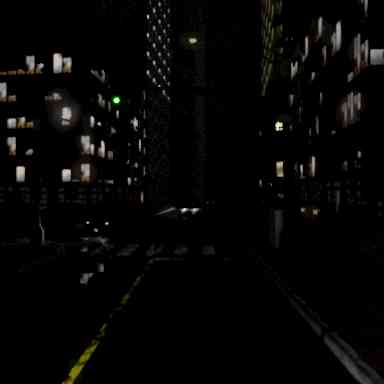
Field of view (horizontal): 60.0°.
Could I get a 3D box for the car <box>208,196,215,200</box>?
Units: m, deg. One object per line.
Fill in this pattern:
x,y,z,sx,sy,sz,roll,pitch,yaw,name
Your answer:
5.304,1.656,90.135,1.882,1.535,5.008,0,0,9,car

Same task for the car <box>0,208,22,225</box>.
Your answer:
-16.505,2.000,27.791,4.403,1.369,2.008,-1,0,10,car

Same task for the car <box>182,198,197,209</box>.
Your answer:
-0.294,1.741,50.363,1.882,1.535,5.008,0,1,6,car

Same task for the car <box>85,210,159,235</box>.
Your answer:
-4.097,1.787,20.017,1.895,1.301,4.718,-1,-1,30,car
